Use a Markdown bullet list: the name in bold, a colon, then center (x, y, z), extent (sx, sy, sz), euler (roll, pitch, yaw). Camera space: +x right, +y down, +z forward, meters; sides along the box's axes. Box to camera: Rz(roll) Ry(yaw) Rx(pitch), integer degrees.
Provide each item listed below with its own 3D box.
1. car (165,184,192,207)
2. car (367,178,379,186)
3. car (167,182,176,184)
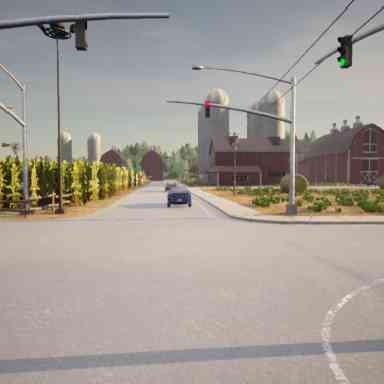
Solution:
- **car**: center (-1.110, 0.346, 27.600), extent (1.882, 1.535, 5.008), euler (0, 3, -5)
- **car**: center (42.375, -2.329, 77.518), extent (1.905, 1.878, 3.866), euler (10, 10, 41)
- **car**: center (-3.337, -0.811, 52.831), extent (2.128, 1.511, 4.902), euler (0, 3, -5)
